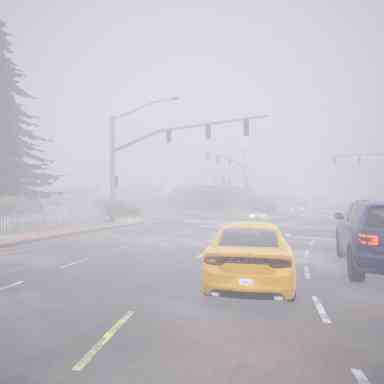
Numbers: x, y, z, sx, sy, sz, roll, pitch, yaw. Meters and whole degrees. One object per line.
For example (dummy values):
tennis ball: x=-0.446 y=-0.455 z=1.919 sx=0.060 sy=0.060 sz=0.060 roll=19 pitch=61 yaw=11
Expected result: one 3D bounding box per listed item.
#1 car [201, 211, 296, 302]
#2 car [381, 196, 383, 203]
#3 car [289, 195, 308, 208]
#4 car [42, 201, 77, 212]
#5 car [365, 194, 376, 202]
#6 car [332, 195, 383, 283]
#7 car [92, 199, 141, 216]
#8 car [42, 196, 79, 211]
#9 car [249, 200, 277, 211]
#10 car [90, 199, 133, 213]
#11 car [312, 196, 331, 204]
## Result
car: x=1.498 y=1.478 z=8.449 sx=1.882 sy=1.535 sz=5.008 roll=0 pitch=0 yaw=12
car: x=40.544 y=1.540 z=69.224 sx=2.033 sy=1.411 sz=5.357 roll=0 pitch=0 yaw=32
car: x=16.052 y=1.525 z=49.540 sx=1.812 sy=1.442 sz=4.674 roll=0 pitch=0 yaw=32
car: x=-15.074 y=1.581 z=37.643 sx=4.674 sy=1.442 sz=1.812 roll=0 pitch=0 yaw=32
car: x=42.877 y=1.355 z=79.727 sx=2.097 sy=1.767 sz=4.553 roll=0 pitch=0 yaw=32
car: x=5.462 y=1.221 z=9.478 sx=2.150 sy=2.045 sz=5.566 roll=0 pitch=0 yaw=19
car: x=-7.227 y=1.560 z=32.745 sx=4.892 sy=1.490 sz=1.837 roll=0 pitch=0 yaw=34
car: x=-17.011 y=1.407 z=42.979 sx=4.553 sy=1.767 sz=2.097 roll=0 pitch=0 yaw=32
car: x=7.738 y=1.599 z=35.986 sx=1.994 sy=1.385 sz=4.181 roll=0 pitch=0 yaw=32
car: x=-9.289 y=1.560 z=38.163 sx=4.892 sy=1.490 sz=1.837 roll=0 pitch=0 yaw=32
car: x=23.954 y=1.548 z=62.299 sx=2.033 sy=1.411 sz=5.357 roll=0 pitch=0 yaw=32
